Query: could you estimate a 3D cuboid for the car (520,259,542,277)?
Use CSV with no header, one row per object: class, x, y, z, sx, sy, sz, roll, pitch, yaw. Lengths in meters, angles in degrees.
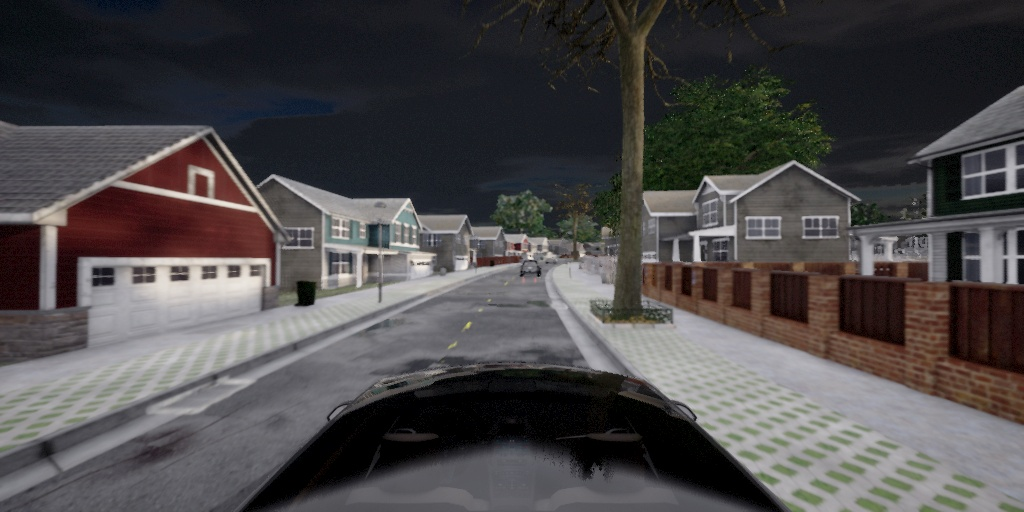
car,1.877,1.134,34.607,2.033,1.649,4.856,0,0,7
